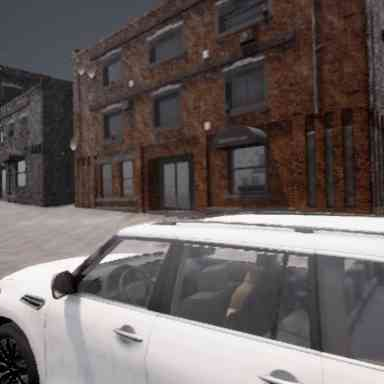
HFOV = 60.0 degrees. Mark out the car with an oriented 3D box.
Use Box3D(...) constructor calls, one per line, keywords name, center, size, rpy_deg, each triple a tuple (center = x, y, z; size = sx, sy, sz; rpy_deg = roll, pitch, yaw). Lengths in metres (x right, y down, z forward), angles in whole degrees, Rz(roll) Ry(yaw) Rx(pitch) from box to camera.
Box3D(name="car", center=(0.233, 1.219, 3.149), size=(5.566, 2.045, 2.435), rpy_deg=(0, 0, 35))
